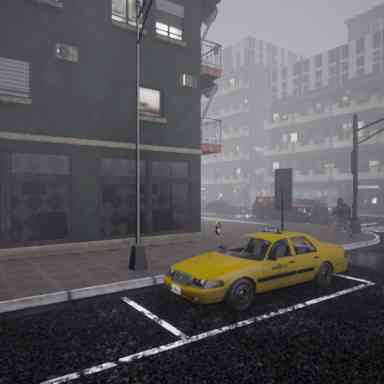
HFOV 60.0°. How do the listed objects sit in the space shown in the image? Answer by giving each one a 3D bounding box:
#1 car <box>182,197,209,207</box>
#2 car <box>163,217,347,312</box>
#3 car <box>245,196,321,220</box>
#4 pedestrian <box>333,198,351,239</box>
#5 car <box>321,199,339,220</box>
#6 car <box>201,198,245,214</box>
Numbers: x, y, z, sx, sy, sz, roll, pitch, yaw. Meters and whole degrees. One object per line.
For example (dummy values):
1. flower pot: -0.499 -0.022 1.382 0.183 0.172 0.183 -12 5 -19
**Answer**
1. car: 0.506 1.465 48.768 1.802 1.307 4.206 0 0 -35
2. car: 1.668 1.525 7.695 4.829 1.417 1.752 0 0 -35
3. car: 6.816 1.263 25.446 2.192 1.841 5.009 0 0 -35
4. pedestrian: 6.868 1.141 15.222 0.375 1.860 0.375 0 0 -35
5. car: 9.575 1.304 25.951 2.097 1.767 4.553 0 0 -34
6. car: 3.500 1.467 34.572 2.033 1.411 5.357 0 0 -35
